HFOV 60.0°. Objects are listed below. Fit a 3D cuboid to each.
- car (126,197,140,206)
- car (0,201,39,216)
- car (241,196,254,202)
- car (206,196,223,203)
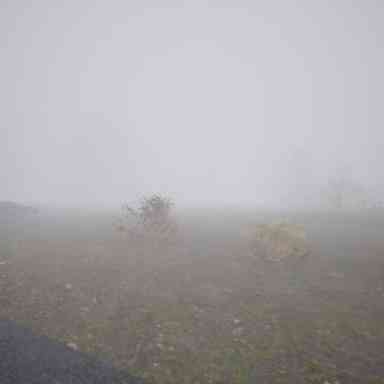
[{"bbox_3d":[-9.002,1.661,55.845,1.837,1.490,4.892,0,2,34],"label":"car"},{"bbox_3d":[-17.210,1.587,30.999,2.033,1.411,5.357,0,0,34],"label":"car"},{"bbox_3d":[13.242,1.720,79.768,2.033,1.411,5.357,0,0,27],"label":"car"},{"bbox_3d":[5.173,1.694,77.013,2.033,1.411,5.357,0,0,34],"label":"car"}]
